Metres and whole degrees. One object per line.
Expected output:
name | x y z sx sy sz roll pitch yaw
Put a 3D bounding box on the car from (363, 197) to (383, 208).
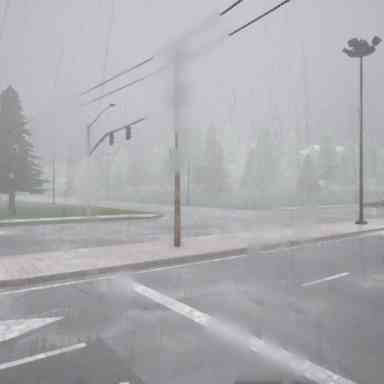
car | 26.064 1.456 46.807 5.008 1.535 1.882 0 0 -35
